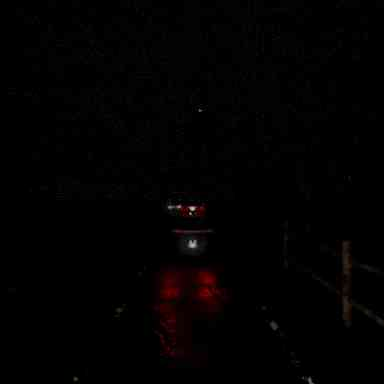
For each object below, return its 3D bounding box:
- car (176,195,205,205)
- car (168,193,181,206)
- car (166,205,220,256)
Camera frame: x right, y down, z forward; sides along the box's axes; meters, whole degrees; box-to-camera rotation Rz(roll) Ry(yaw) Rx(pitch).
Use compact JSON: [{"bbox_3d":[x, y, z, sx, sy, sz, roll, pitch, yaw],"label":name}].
[{"bbox_3d":[0.042,1.349,27.960,2.097,1.767,4.553,0,0,1],"label":"car"},{"bbox_3d":[-2.816,1.245,56.207,2.150,2.045,5.566,0,0,0],"label":"car"},{"bbox_3d":[0.043,1.487,13.046,2.128,1.511,4.902,0,0,1],"label":"car"}]
